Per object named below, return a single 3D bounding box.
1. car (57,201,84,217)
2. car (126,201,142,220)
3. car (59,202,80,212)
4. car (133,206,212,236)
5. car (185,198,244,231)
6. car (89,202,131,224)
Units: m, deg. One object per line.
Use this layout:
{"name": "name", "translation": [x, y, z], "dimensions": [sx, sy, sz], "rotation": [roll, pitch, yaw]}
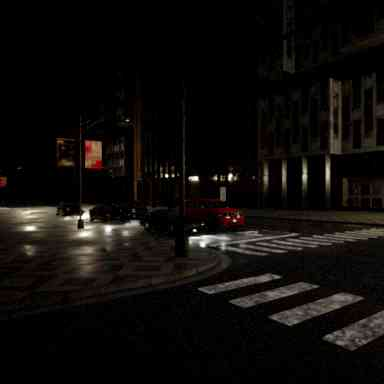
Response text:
{"name": "car", "translation": [-14.089, 1.890, 38.419], "dimensions": [2.097, 1.767, 4.553], "rotation": [0, -1, -35]}
{"name": "car", "translation": [-5.753, 1.742, 32.345], "dimensions": [2.097, 1.767, 4.553], "rotation": [0, -1, -36]}
{"name": "car", "translation": [-18.591, 2.224, 50.429], "dimensions": [1.812, 1.442, 4.674], "rotation": [0, -1, -36]}
{"name": "car", "translation": [-1.396, 1.791, 20.680], "dimensions": [2.033, 1.411, 5.357], "rotation": [0, -1, -36]}
{"name": "car", "translation": [1.088, 1.453, 22.837], "dimensions": [2.150, 2.045, 5.566], "rotation": [0, -1, -34]}
{"name": "car", "translation": [-7.482, 1.862, 29.176], "dimensions": [1.882, 1.535, 5.008], "rotation": [0, 0, -36]}
